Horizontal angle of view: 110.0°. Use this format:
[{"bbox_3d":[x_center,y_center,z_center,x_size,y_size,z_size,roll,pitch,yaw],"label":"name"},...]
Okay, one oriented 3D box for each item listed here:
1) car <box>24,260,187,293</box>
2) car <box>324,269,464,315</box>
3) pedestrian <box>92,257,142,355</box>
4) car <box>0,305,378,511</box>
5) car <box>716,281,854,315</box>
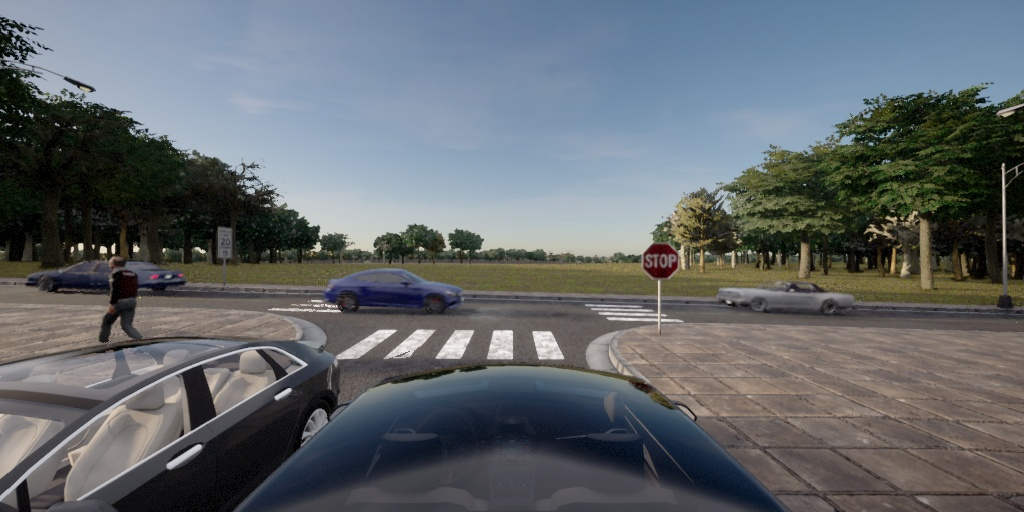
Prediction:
[{"bbox_3d":[-17.362,0.868,15.513,5.357,1.411,2.033,2,-1,0],"label":"car"},{"bbox_3d":[-4.044,1.186,12.532,4.674,1.442,1.812,1,0,0],"label":"car"},{"bbox_3d":[-7.061,0.830,6.420,0.375,1.860,0.375,1,-1,0],"label":"pedestrian"},{"bbox_3d":[-2.636,1.300,2.069,2.007,1.370,4.403,0,0,0],"label":"car"},{"bbox_3d":[11.566,1.728,15.448,4.718,1.301,1.895,2,-1,0],"label":"car"}]
